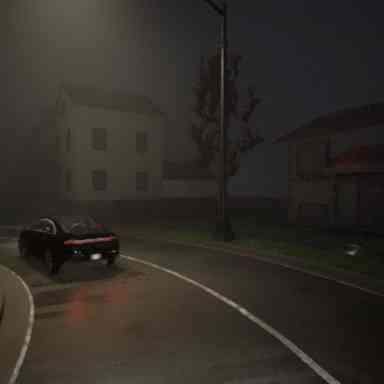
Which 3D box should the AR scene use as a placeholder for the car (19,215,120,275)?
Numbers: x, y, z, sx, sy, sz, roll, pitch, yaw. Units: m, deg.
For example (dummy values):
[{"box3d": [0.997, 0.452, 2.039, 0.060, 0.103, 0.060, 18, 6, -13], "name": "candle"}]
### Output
[{"box3d": [-4.064, 1.492, 10.604, 2.128, 1.511, 4.902, 0, 0, -40], "name": "car"}]
